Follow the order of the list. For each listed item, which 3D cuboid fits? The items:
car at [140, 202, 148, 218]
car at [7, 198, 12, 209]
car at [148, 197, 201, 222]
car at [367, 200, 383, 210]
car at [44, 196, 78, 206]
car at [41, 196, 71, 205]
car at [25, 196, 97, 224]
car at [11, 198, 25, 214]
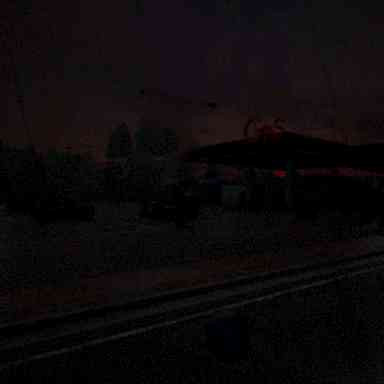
[{"bbox_3d":[-2.602,1.592,29.596,3.806,1.475,1.970,0,0,-36],"label":"car"},{"bbox_3d":[-21.947,1.529,43.298,3.633,1.501,1.845,0,0,-36],"label":"car"},{"bbox_3d":[-1.159,1.307,26.539,3.866,1.878,1.905,0,0,-36],"label":"car"},{"bbox_3d":[26.780,1.802,45.921,2.242,1.667,4.611,0,0,-36],"label":"car"},{"bbox_3d":[-22.620,1.561,57.396,5.027,1.636,2.152,0,0,-36],"label":"car"},{"bbox_3d":[-24.492,1.570,59.914,4.514,1.523,2.007,0,0,-36],"label":"car"},{"bbox_3d":[-9.468,1.306,24.621,4.605,1.855,1.932,0,0,-36],"label":"car"},{"bbox_3d":[-16.154,1.508,35.155,4.514,1.523,2.007,0,0,-36],"label":"car"}]
